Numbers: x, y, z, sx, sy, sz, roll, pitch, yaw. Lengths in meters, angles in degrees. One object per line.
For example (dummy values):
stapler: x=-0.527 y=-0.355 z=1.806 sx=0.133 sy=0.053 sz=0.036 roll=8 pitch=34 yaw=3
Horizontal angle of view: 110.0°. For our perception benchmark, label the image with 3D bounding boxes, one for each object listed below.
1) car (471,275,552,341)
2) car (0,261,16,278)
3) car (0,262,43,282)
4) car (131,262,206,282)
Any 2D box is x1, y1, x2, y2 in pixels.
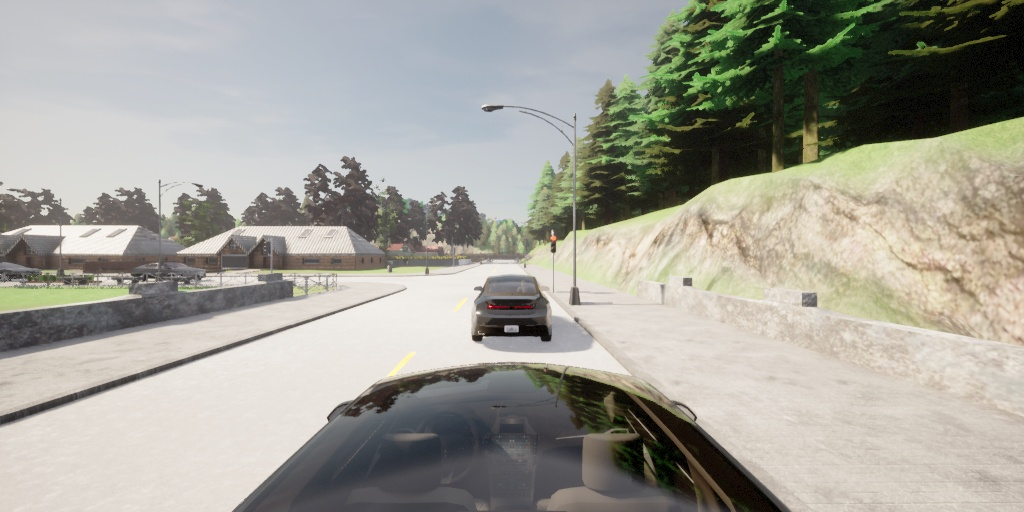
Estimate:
car: x=-0.010 y=1.255 z=9.813 sx=1.837 sy=1.490 sz=4.892 roll=0 pitch=0 yaw=0
car: x=-48.134 y=1.228 z=32.066 sx=5.008 sy=1.535 sz=1.882 roll=0 pitch=0 yaw=0
car: x=-39.887 y=1.228 z=28.005 sx=5.008 sy=1.535 sz=1.882 roll=0 pitch=0 yaw=0
car: x=-26.813 y=1.241 z=28.108 sx=4.902 sy=1.511 sz=2.128 roll=0 pitch=0 yaw=0
